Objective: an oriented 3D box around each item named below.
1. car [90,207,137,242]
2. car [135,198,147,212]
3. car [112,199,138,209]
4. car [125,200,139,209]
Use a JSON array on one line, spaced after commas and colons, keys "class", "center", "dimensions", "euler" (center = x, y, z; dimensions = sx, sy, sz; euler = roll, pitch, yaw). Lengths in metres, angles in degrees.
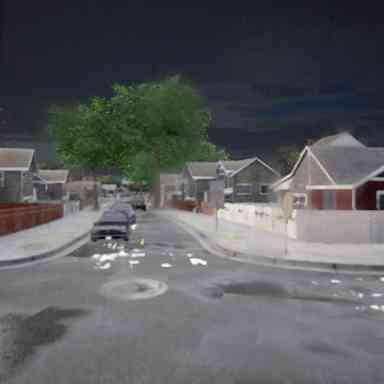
[{"class": "car", "center": [-4.219, 1.784, 18.052], "dimensions": [2.033, 1.411, 5.357], "euler": [0, -1, -8]}, {"class": "car", "center": [-8.021, 1.831, 49.070], "dimensions": [2.150, 2.045, 5.566], "euler": [0, -1, -15]}, {"class": "car", "center": [-5.995, 1.727, 29.009], "dimensions": [2.097, 1.767, 4.553], "euler": [0, -1, -10]}, {"class": "car", "center": [-10.694, 2.230, 59.069], "dimensions": [2.128, 1.511, 4.902], "euler": [0, -1, -14]}]
